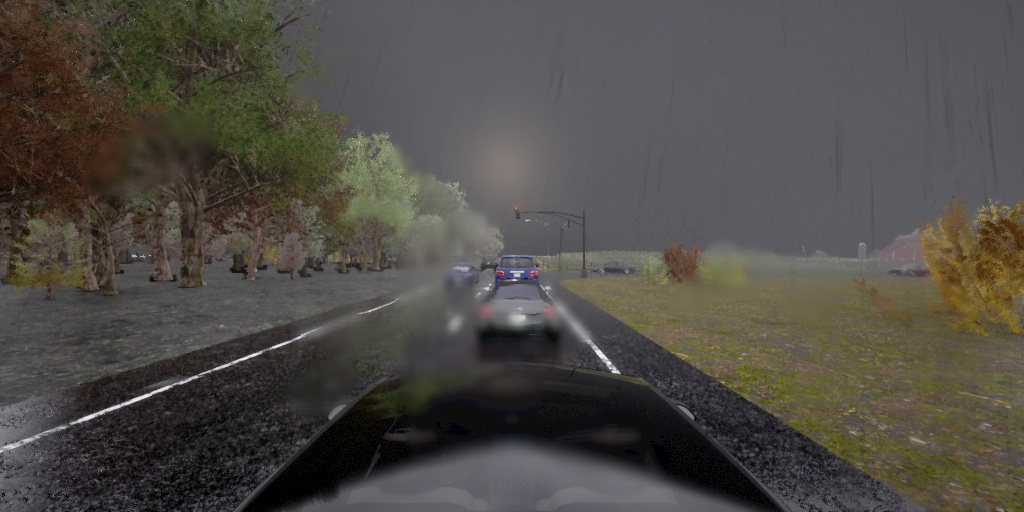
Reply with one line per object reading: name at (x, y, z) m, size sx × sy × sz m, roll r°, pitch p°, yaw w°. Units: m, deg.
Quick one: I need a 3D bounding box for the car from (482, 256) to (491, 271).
car at (-2.959, 0.980, 48.335) m, size 2.150 × 2.045 × 5.566 m, roll 0°, pitch 0°, yaw 1°

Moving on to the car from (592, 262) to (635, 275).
car at (12.033, 1.447, 42.496) m, size 4.892 × 1.490 × 1.837 m, roll 1°, pitch -1°, yaw 6°

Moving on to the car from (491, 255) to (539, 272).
car at (0.263, 0.976, 19.085) m, size 2.150 × 2.045 × 5.566 m, roll 0°, pitch 0°, yaw 1°

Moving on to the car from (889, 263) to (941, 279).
car at (46.769, 1.666, 41.609) m, size 4.553 × 1.767 × 2.097 m, roll 0°, pitch -1°, yaw 1°

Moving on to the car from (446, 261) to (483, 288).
car at (-3.193, 1.281, 23.855) m, size 1.812 × 1.442 × 4.674 m, roll 0°, pitch 0°, yaw 1°

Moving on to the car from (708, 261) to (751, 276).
car at (25.180, 1.431, 41.952) m, size 4.553 × 1.767 × 2.097 m, roll 1°, pitch -1°, yaw 1°

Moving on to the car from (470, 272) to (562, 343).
car at (0.169, 1.316, 9.672) m, size 1.994 × 1.385 × 4.181 m, roll 0°, pitch 0°, yaw 1°

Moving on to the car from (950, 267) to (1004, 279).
car at (49.441, 1.849, 37.981) m, size 4.181 × 1.385 × 1.994 m, roll 1°, pitch -1°, yaw 2°
